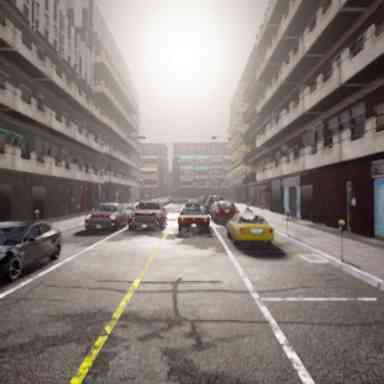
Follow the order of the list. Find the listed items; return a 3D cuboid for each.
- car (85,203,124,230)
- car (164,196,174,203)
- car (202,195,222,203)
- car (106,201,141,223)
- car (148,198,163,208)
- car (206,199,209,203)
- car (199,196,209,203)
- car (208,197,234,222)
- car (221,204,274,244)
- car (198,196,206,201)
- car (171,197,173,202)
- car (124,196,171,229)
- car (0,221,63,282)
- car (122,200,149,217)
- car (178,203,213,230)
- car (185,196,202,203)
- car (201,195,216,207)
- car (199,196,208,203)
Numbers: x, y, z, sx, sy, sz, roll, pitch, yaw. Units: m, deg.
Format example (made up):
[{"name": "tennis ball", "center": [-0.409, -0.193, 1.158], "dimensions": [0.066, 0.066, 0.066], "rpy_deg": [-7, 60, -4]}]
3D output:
[{"name": "car", "center": [-5.292, 1.447, 20.975], "dimensions": [1.967, 1.590, 4.097], "rpy_deg": [1, 0, 0]}, {"name": "car", "center": [-5.234, 1.681, 76.616], "dimensions": [1.947, 1.339, 4.313], "rpy_deg": [1, 0, 0]}, {"name": "car", "center": [2.597, 1.340, 37.692], "dimensions": [2.192, 1.841, 5.009], "rpy_deg": [1, 0, 0]}, {"name": "car", "center": [-5.291, 1.537, 26.368], "dimensions": [1.752, 1.417, 4.829], "rpy_deg": [1, 0, 0]}, {"name": "car", "center": [-5.285, 1.569, 48.625], "dimensions": [1.752, 1.417, 4.829], "rpy_deg": [1, 0, 0]}, {"name": "car", "center": [2.591, 1.599, 32.127], "dimensions": [1.802, 1.307, 4.206], "rpy_deg": [1, 0, 0]}, {"name": "car", "center": [2.611, 1.664, 71.072], "dimensions": [1.947, 1.339, 4.313], "rpy_deg": [1, 0, 0]}, {"name": "car", "center": [2.590, 1.452, 26.563], "dimensions": [1.967, 1.590, 4.097], "rpy_deg": [1, 0, 0]}, {"name": "car", "center": [2.584, 1.528, 15.607], "dimensions": [1.752, 1.417, 4.829], "rpy_deg": [1, 0, 0]}, {"name": "car", "center": [2.619, 1.720, 87.764], "dimensions": [1.947, 1.339, 4.313], "rpy_deg": [1, 0, 0]}, {"name": "car", "center": [-5.252, 1.607, 65.317], "dimensions": [1.752, 1.417, 4.829], "rpy_deg": [1, 0, 0]}, {"name": "car", "center": [-2.743, 1.356, 21.417], "dimensions": [2.097, 1.767, 4.553], "rpy_deg": [0, 0, 0]}, {"name": "car", "center": [-5.299, 1.567, 9.845], "dimensions": [1.947, 1.339, 4.313], "rpy_deg": [1, 0, 0]}, {"name": "car", "center": [-5.288, 1.543, 31.932], "dimensions": [1.752, 1.417, 4.829], "rpy_deg": [1, 0, 0]}, {"name": "car", "center": [0.113, 1.607, 21.063], "dimensions": [1.895, 1.301, 4.718], "rpy_deg": [0, 0, 0]}, {"name": "car", "center": [0.123, 1.594, 41.191], "dimensions": [1.994, 1.385, 4.181], "rpy_deg": [0, 0, 0]}, {"name": "car", "center": [2.605, 1.370, 54.383], "dimensions": [2.192, 1.841, 5.009], "rpy_deg": [1, 0, 0]}, {"name": "car", "center": [2.614, 1.660, 76.637], "dimensions": [1.887, 1.381, 4.507], "rpy_deg": [1, 0, 0]}]
